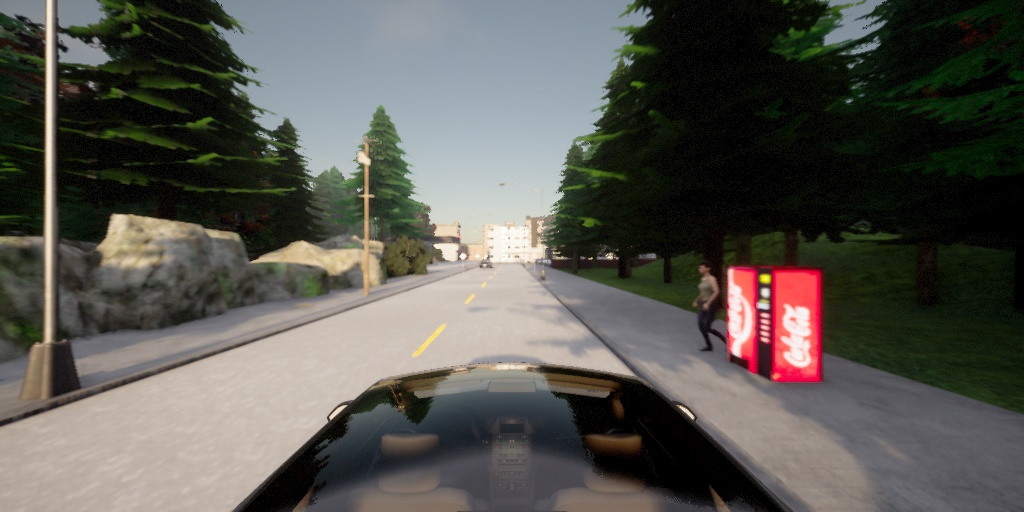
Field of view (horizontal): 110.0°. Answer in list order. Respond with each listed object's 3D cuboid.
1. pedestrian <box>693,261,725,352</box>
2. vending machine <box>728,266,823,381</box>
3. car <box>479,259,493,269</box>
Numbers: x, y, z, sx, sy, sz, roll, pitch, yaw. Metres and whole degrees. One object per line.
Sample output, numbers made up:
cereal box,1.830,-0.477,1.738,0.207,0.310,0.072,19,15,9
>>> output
pedestrian,3.815,0.940,7.011,0.375,1.860,0.375,0,0,0
vending machine,4.302,1.166,5.960,1.100,2.100,0.880,0,0,0
car,-4.034,1.248,56.204,2.128,1.511,4.902,0,0,1
